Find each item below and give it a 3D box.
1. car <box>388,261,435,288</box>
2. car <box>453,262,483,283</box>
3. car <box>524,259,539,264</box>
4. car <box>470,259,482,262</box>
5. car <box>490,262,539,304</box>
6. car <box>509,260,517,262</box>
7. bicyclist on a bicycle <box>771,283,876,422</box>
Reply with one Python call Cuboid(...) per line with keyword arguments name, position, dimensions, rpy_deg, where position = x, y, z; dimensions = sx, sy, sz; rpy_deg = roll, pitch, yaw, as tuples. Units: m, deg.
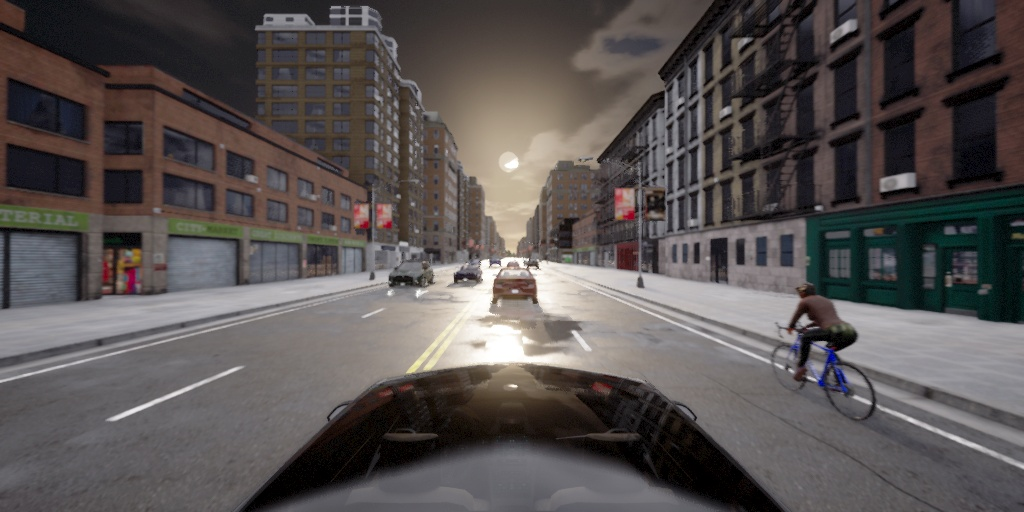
Cuboid(name="car", position=(-6.567, 1.112, 23.797), dimensions=(2.097, 1.767, 4.553), rpy_deg=(0, 0, 0))
Cuboid(name="car", position=(-3.311, 1.367, 27.686), dimensions=(1.895, 1.301, 4.718), rpy_deg=(0, 0, 0))
Cuboid(name="car", position=(3.436, 1.296, 59.892), dimensions=(1.837, 1.490, 4.892), rpy_deg=(0, 0, 0))
Cuboid(name="car", position=(-6.433, 1.306, 64.408), dimensions=(1.812, 1.442, 4.674), rpy_deg=(0, 0, 1))
Cuboid(name="car", position=(0.123, 1.241, 16.559), dimensions=(1.882, 1.535, 5.008), rpy_deg=(0, 0, 0))
Cuboid(name="car", position=(0.180, 1.349, 55.410), dimensions=(1.994, 1.385, 4.181), rpy_deg=(0, 0, 0))
Cuboid(name="bicyclist on a bicycle", position=(4.146, 1.211, 4.906), dimensions=(0.582, 1.620, 1.656), rpy_deg=(0, 0, 0))
